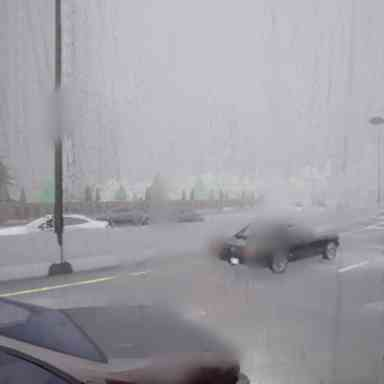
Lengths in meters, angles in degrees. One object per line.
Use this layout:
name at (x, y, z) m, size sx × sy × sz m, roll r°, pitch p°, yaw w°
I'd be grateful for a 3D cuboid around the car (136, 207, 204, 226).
car at (-1.167, 1.671, 21.551) m, size 4.181 × 1.385 × 1.994 m, roll 0°, pitch 0°, yaw -44°

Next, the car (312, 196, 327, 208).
car at (21.856, 1.639, 57.227) m, size 2.150 × 2.045 × 5.566 m, roll 0°, pitch -1°, yaw 20°

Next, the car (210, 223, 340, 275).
car at (2.889, 1.649, 10.762) m, size 4.718 × 1.301 × 1.895 m, roll 0°, pitch 0°, yaw -40°

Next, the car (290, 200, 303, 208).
car at (18.056, 1.984, 57.130) m, size 1.994 × 1.385 × 4.181 m, roll 0°, pitch -1°, yaw 20°

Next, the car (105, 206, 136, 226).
car at (-5.269, 1.675, 22.519) m, size 4.181 × 1.385 × 1.994 m, roll 0°, pitch 0°, yaw -42°

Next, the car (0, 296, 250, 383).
car at (-2.040, 1.560, 2.380) m, size 5.357 × 1.411 × 2.033 m, roll 0°, pitch 0°, yaw -36°

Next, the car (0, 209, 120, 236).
car at (-5.508, 1.588, 13.201) m, size 4.674 × 1.442 × 1.812 m, roll 0°, pitch 0°, yaw -39°

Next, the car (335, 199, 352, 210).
car at (22.236, 1.820, 48.832) m, size 2.128 × 1.511 × 4.902 m, roll 0°, pitch -1°, yaw 24°
